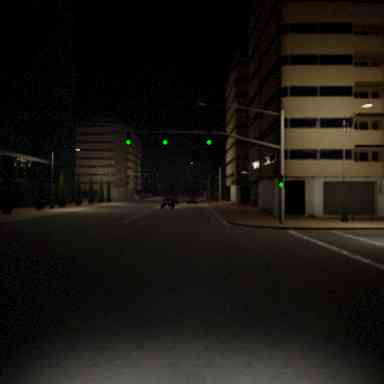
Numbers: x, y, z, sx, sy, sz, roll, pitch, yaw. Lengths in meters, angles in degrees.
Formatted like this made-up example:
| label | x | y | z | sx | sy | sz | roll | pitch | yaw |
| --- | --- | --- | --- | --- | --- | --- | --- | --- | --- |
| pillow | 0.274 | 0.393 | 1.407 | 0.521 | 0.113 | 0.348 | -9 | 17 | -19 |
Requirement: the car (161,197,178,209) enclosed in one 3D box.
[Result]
| label | x | y | z | sx | sy | sz | roll | pitch | yaw |
| --- | --- | --- | --- | --- | --- | --- | --- | --- | --- |
| car | -3.406 | 1.629 | 48.155 | 1.837 | 1.490 | 4.892 | 0 | -1 | 0 |

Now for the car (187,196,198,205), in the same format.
| label | x | y | z | sx | sy | sz | roll | pitch | yaw |
| --- | --- | --- | --- | --- | --- | --- | --- | --- | --- |
| car | 0.074 | 1.692 | 62.443 | 1.812 | 1.442 | 4.674 | 0 | 0 | 0 |

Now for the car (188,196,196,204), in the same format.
| label | x | y | z | sx | sy | sz | roll | pitch | yaw |
| --- | --- | --- | --- | --- | --- | --- | --- | --- | --- |
| car | -0.009 | 1.690 | 71.497 | 1.837 | 1.490 | 4.892 | 0 | 0 | 0 |
